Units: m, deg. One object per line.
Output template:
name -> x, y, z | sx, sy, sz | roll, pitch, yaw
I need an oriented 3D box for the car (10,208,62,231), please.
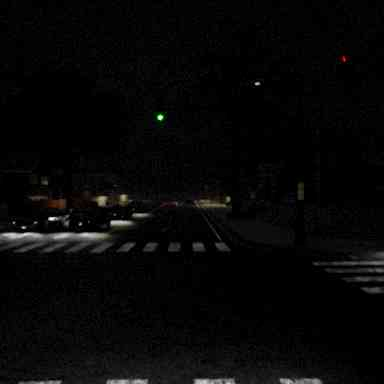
car -> -10.065, 1.771, 22.517 | 2.033, 1.411, 5.357 | 0, -1, -1

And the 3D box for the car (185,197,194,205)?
car -> -0.485, 1.747, 65.283 | 1.882, 1.535, 5.008 | 0, 0, 0

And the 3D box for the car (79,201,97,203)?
car -> -10.144, 1.661, 31.902 | 2.097, 1.767, 4.553 | 0, 0, 0

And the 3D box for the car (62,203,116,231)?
car -> -6.813, 1.736, 22.624 | 1.837, 1.490, 4.892 | 0, -1, 0

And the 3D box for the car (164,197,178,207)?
car -> -3.658, 1.900, 55.958 | 1.895, 1.301, 4.718 | 0, 0, -1

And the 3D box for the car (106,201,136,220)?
car -> -6.888, 1.877, 31.520 | 1.994, 1.385, 4.181 | 0, 0, 0

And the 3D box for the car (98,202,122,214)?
car -> -10.224, 1.932, 41.946 | 1.895, 1.301, 4.718 | 0, 0, 0

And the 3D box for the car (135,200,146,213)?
car -> -6.972, 1.844, 41.925 | 1.837, 1.490, 4.892 | 0, 0, -1

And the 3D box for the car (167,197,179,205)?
car -> -3.744, 1.750, 65.944 | 2.128, 1.511, 4.902 | 0, 0, 0
